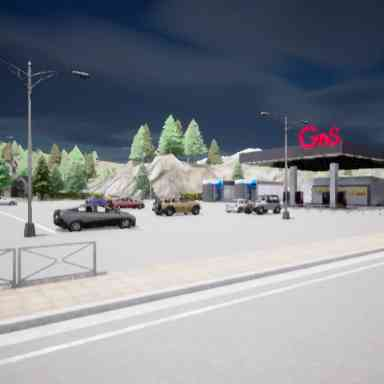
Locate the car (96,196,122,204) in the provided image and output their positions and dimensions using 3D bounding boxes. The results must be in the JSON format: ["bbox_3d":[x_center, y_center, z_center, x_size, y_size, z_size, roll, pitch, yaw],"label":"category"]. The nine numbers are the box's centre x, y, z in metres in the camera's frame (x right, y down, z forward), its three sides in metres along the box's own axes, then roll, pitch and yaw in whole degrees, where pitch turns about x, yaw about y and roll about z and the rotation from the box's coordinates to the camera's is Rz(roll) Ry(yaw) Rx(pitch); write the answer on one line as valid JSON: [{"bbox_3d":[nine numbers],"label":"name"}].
[{"bbox_3d":[-16.380,1.483,65.696,4.514,1.523,2.007,0,0,-36],"label":"car"}]

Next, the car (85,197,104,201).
[{"bbox_3d":[-13.839,1.463,49.079,3.633,1.501,1.845,0,0,-36],"label":"car"}]

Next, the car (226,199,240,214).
[{"bbox_3d":[5.502,1.508,35.372,3.806,1.475,1.970,0,0,-36],"label":"car"}]

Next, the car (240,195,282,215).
[{"bbox_3d":[6.944,1.224,32.314,3.866,1.878,1.905,0,0,-36],"label":"car"}]

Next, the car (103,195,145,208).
[{"bbox_3d":[-8.048,1.443,40.935,4.514,1.523,2.007,0,0,-36],"label":"car"}]

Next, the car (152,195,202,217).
[{"bbox_3d":[-1.365,1.243,30.399,4.605,1.855,1.932,0,0,-36],"label":"car"}]

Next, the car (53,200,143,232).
[{"bbox_3d":[-5.454,1.443,18.923,4.514,1.523,2.007,0,0,-36],"label":"car"}]

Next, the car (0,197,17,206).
[{"bbox_3d":[-29.761,1.525,52.416,3.806,1.475,1.970,0,0,-36],"label":"car"}]

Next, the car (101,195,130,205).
[{"bbox_3d":[-14.509,1.474,63.177,5.027,1.636,2.152,0,0,-36],"label":"car"}]
